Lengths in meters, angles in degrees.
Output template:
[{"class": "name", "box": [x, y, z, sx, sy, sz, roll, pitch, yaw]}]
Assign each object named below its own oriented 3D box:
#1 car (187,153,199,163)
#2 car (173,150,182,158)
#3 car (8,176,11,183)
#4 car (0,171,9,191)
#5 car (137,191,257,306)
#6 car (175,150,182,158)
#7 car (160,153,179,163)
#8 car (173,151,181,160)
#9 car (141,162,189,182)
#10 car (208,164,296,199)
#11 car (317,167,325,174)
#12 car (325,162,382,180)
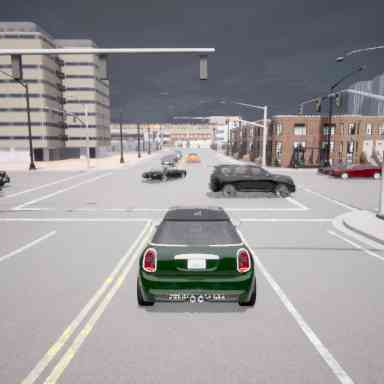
[{"class": "car", "box": [0.218, -6.130, 58.736, 2.097, 1.767, 4.553, 0, 8, 0]}, {"class": "car", "box": [-3.339, -8.928, 77.528, 2.097, 1.767, 4.553, 0, 8, 0]}, {"class": "car", "box": [-16.933, -1.266, 25.286, 5.566, 2.045, 2.150, 0, 8, 0]}, {"class": "car", "box": [-15.517, -0.426, 21.865, 5.357, 1.411, 2.033, 0, 8, 0]}, {"class": "car", "box": [0.091, 1.076, 7.648, 2.097, 1.767, 4.553, 0, 4, 0]}, {"class": "car", "box": [-3.371, -7.257, 67.478, 1.812, 1.442, 4.674, 0, 8, 1]}, {"class": "car", "box": [-3.511, -4.512, 48.846, 2.128, 1.511, 4.902, 0, 8, 1]}, {"class": "car", "box": [-3.459, -5.919, 58.183, 1.882, 1.535, 5.008, 0, 9, 0]}, {"class": "car", "box": [-2.481, -1.731, 30.939, 1.895, 1.301, 4.718, 6, 10, 33]}, {"class": "car", "box": [3.852, -0.740, 21.715, 5.566, 2.045, 2.150, 0, 8, 0]}, {"class": "car", "box": [16.395, -2.508, 35.747, 5.357, 1.411, 2.033, 0, 8, 0]}, {"class": "car", "box": [16.048, -2.060, 32.269, 5.008, 1.535, 1.882, 0, 8, 0]}]
